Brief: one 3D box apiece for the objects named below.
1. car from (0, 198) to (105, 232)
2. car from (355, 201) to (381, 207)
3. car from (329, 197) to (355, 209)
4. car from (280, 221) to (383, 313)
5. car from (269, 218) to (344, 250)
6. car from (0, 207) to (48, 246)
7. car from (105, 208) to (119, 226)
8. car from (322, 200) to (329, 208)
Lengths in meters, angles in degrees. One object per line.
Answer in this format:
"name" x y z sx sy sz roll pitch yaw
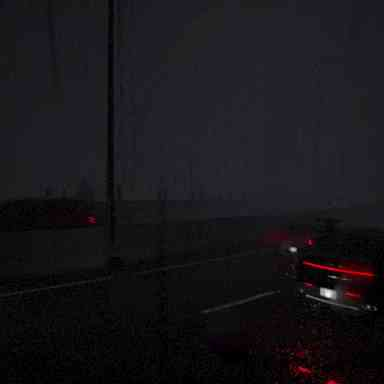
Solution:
"car" -6.427 1.271 12.455 5.566 2.045 2.150 0 0 -37
"car" 22.415 1.770 41.560 1.895 1.301 4.718 0 0 43
"car" 20.638 1.532 44.796 2.097 1.767 4.553 0 0 43
"car" 4.254 1.536 7.379 4.892 1.490 1.837 0 0 -40
"car" 5.057 1.653 12.692 4.718 1.301 1.895 0 0 -42
"car" -9.264 1.536 14.729 5.008 1.535 1.882 0 0 -37
"car" -6.930 1.609 21.035 4.674 1.442 1.812 0 0 -41
"car" 22.062 1.756 51.513 2.033 1.411 5.357 0 0 43
